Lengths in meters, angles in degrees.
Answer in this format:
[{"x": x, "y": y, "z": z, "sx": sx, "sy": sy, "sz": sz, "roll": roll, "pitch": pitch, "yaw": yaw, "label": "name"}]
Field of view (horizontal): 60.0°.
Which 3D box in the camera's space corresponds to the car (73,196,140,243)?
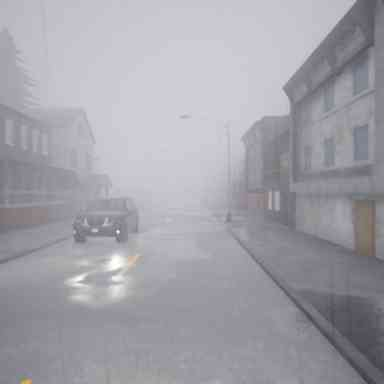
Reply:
[{"x": -3.988, "y": 1.249, "z": 16.482, "sx": 2.150, "sy": 2.045, "sz": 5.566, "roll": 0, "pitch": 0, "yaw": 0, "label": "car"}]
